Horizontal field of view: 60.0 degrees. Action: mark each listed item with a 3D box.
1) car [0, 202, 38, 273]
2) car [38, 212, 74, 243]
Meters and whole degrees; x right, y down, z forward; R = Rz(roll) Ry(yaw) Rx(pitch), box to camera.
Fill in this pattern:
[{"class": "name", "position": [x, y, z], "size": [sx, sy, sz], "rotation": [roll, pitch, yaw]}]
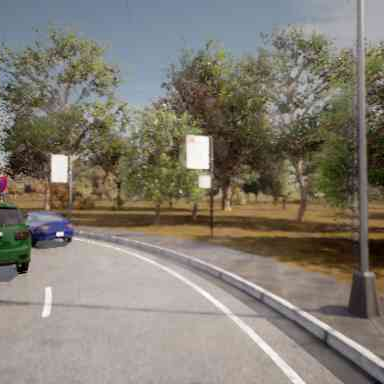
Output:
[{"class": "car", "position": [-6.588, 1.335, 10.480], "size": [2.150, 2.045, 5.566], "rotation": [0, -1, -34]}, {"class": "car", "position": [-7.346, 1.669, 15.915], "size": [4.674, 1.442, 1.812], "rotation": [-1, -1, 44]}]
